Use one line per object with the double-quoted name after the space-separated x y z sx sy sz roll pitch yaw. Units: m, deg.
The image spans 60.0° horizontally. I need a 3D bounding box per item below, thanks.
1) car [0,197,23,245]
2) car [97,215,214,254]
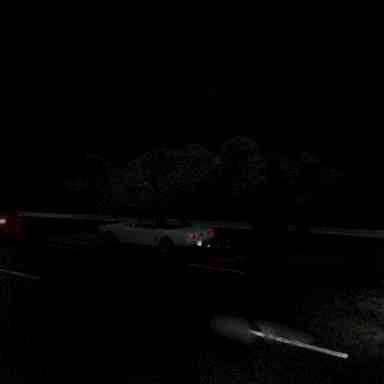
-9.568 1.208 14.116 5.566 2.045 2.150 0 0 31 "car"
-1.588 1.582 13.322 4.718 1.301 1.895 0 0 33 "car"
